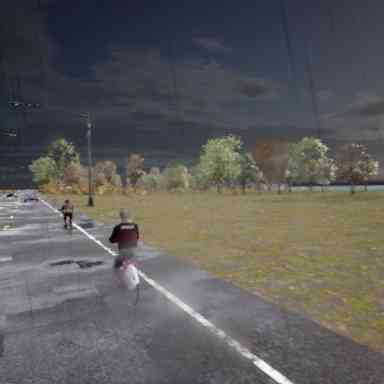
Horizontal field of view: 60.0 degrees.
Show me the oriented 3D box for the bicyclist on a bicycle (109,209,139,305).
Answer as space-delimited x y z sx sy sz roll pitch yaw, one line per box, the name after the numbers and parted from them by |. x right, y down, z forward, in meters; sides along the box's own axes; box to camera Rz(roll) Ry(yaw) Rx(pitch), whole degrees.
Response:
-1.388 1.220 6.694 0.659 1.776 1.843 -2 2 -27 | bicyclist on a bicycle

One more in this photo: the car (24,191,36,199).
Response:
-32.464 0.607 66.447 2.033 1.411 5.357 -2 2 -27 | car

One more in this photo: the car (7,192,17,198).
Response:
-42.056 0.604 77.757 1.895 1.301 4.718 -2 2 -27 | car

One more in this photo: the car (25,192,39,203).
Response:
-24.242 0.831 50.297 2.033 1.411 5.357 -2 2 -27 | car

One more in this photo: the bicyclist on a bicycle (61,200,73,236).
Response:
-5.738 1.185 15.361 0.582 1.620 1.656 -2 1 -27 | bicyclist on a bicycle
